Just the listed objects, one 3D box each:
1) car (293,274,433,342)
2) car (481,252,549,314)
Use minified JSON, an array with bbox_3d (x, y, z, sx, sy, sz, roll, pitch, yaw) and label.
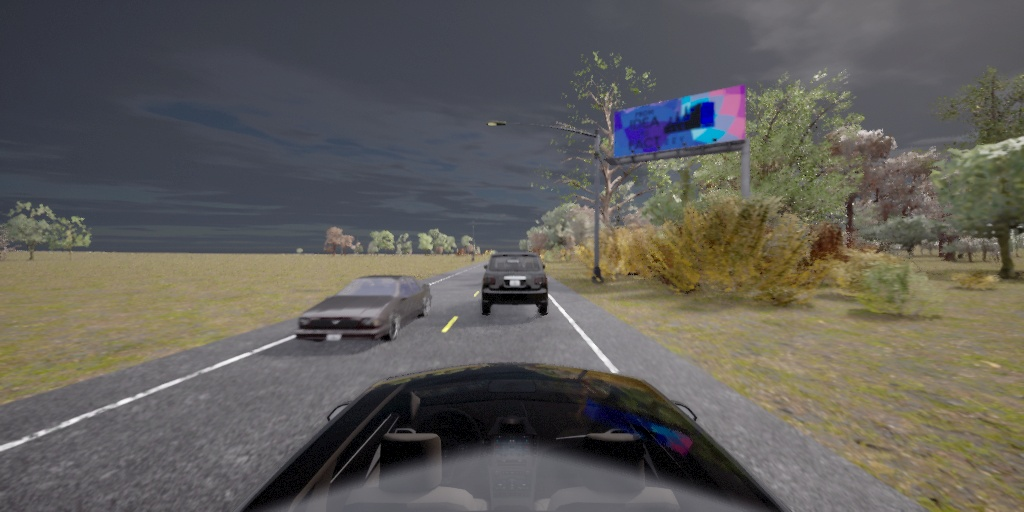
[{"bbox_3d":[-3.563,1.228,9.860,2.033,1.411,5.357,0,0,0],"label":"car"},{"bbox_3d":[0.095,0.871,13.321,2.150,2.045,5.566,0,0,0],"label":"car"}]
